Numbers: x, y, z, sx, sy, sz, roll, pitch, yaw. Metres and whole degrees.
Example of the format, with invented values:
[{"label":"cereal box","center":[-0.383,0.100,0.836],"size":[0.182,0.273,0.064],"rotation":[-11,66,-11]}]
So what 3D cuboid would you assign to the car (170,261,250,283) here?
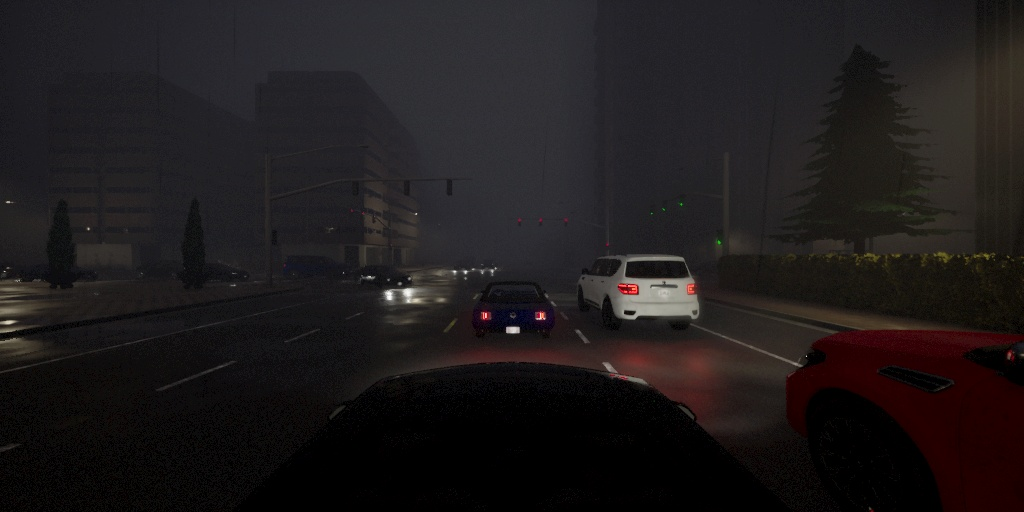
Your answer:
[{"label":"car","center":[-22.615,1.275,27.282],"size":[4.674,1.442,1.812],"rotation":[0,0,0]}]

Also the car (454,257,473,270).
[{"label":"car","center":[-7.147,1.276,51.544],"size":[1.812,1.442,4.674],"rotation":[0,0,0]}]

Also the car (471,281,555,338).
[{"label":"car","center":[0.046,1.351,10.150],"size":[1.895,1.301,4.718],"rotation":[0,0,0]}]

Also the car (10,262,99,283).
[{"label":"car","center":[-34.609,1.276,27.386],"size":[4.674,1.442,1.812],"rotation":[0,0,0]}]

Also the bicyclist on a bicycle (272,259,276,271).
[{"label":"bicyclist on a bicycle","center":[-28.690,1.051,42.820],"size":[0.582,1.620,1.656],"rotation":[0,0,0]}]

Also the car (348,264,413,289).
[{"label":"car","center":[-8.603,1.297,23.602],"size":[2.033,1.411,5.357],"rotation":[0,0,-44]}]

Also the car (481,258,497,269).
[{"label":"car","center":[-3.666,1.255,55.456],"size":[1.837,1.490,4.892],"rotation":[0,0,0]}]

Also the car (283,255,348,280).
[{"label":"car","center":[-16.521,0.972,30.729],"size":[5.566,2.045,2.150],"rotation":[0,0,0]}]

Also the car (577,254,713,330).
[{"label":"car","center":[3.576,0.971,11.278],"size":[2.150,2.045,5.566],"rotation":[0,0,-2]}]

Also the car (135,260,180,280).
[{"label":"car","center":[-29.369,1.103,30.843],"size":[4.553,1.767,2.097],"rotation":[0,0,1]}]

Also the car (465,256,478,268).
[{"label":"car","center":[-7.156,0.971,61.241],"size":[2.150,2.045,5.566],"rotation":[0,0,0]}]

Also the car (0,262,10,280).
[{"label":"car","center":[-43.687,1.314,30.977],"size":[4.181,1.385,1.994],"rotation":[0,0,0]}]

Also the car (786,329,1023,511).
[{"label":"car","center":[3.601,0.971,0.917],"size":[2.150,2.045,5.566],"rotation":[0,0,0]}]

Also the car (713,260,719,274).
[{"label":"car","center":[20.828,1.228,37.607],"size":[5.008,1.535,1.882],"rotation":[0,0,1]}]
